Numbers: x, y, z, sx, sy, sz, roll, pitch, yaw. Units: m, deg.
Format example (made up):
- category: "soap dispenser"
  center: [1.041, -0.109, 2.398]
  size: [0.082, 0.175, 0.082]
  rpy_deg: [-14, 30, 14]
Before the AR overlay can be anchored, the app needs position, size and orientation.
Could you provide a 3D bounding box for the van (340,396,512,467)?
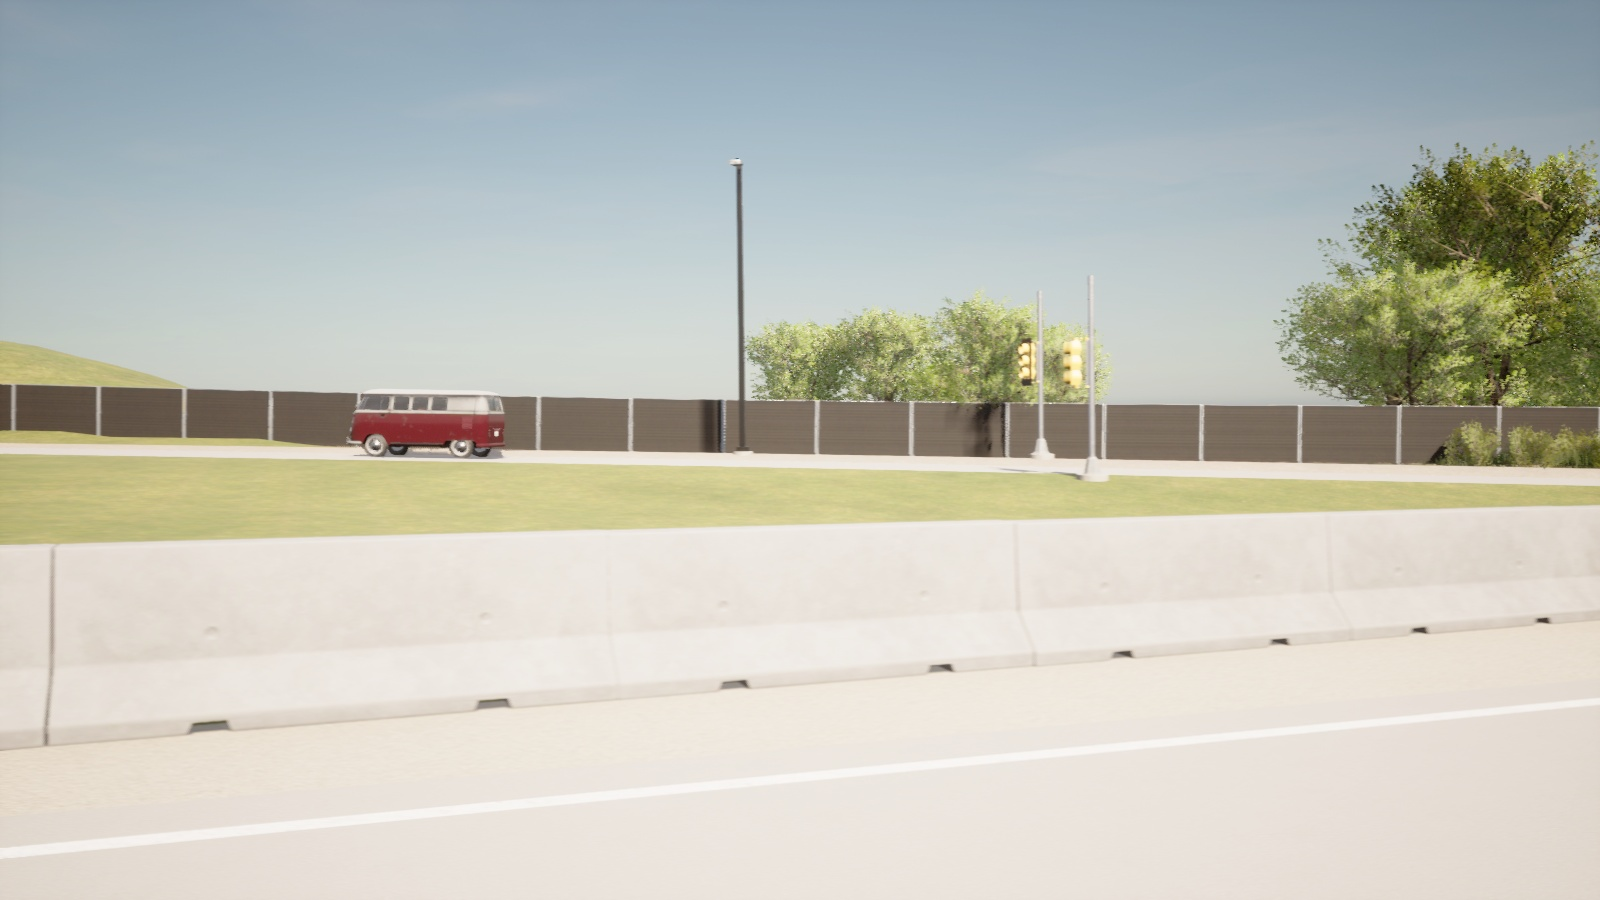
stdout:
- category: "van"
  center: [-10.886, -0.540, 36.678]
  size: [4.442, 1.987, 1.775]
  rpy_deg: [0, 2, 6]
